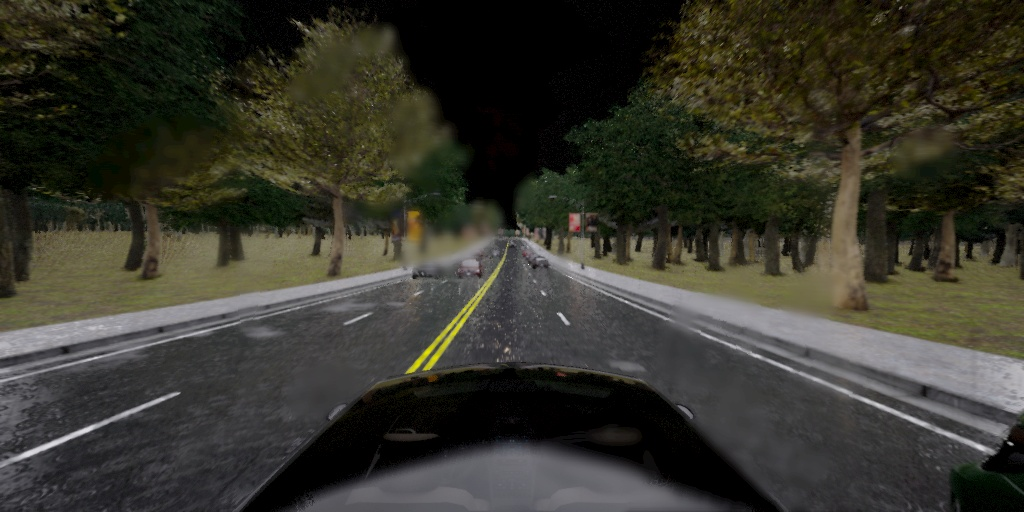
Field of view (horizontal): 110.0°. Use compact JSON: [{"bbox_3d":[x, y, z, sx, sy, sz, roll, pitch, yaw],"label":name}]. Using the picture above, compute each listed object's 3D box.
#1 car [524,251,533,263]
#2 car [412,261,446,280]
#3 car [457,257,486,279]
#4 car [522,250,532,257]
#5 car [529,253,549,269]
[{"bbox_3d":[3.268,0.404,52.530,2.033,1.411,5.357,0,2,0],"label":"car"},{"bbox_3d":[-6.573,1.112,28.665,1.994,1.385,4.181,0,1,0],"label":"car"},{"bbox_3d":[-3.323,1.051,29.833,1.812,1.442,4.674,0,1,0],"label":"car"},{"bbox_3d":[3.272,0.059,63.553,1.895,1.301,4.718,0,2,0],"label":"car"},{"bbox_3d":[3.264,0.757,41.538,1.812,1.442,4.674,0,2,0],"label":"car"}]
